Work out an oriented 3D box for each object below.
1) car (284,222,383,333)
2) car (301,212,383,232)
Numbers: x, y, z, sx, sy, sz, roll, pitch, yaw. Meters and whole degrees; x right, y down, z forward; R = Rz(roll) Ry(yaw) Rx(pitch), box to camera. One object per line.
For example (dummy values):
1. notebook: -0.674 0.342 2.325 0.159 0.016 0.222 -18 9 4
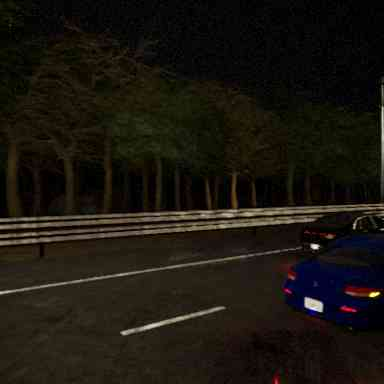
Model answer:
1. car: 3.717 1.518 6.288 4.674 1.442 1.812 0 0 -35
2. car: 5.969 1.491 12.045 4.892 1.490 1.837 -1 0 -34
